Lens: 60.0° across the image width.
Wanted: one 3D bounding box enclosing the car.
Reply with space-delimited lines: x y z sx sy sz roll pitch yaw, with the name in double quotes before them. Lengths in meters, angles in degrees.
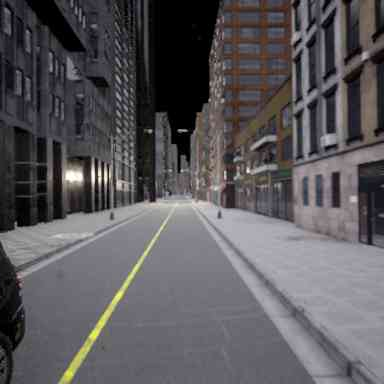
"car" -2.994 1.270 1.719 2.150 2.045 5.566 -1 -1 -2
